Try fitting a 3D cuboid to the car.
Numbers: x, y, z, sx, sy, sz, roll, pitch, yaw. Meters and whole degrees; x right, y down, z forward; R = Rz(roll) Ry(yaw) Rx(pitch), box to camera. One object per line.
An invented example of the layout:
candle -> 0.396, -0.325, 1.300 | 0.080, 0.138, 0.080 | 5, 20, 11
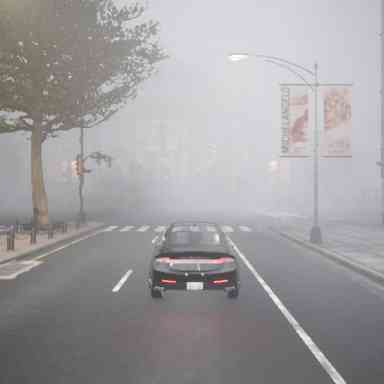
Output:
car -> 0.064, 1.491, 8.465 | 2.128, 1.511, 4.902 | 0, 0, 0
